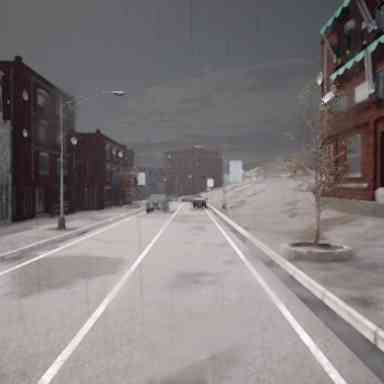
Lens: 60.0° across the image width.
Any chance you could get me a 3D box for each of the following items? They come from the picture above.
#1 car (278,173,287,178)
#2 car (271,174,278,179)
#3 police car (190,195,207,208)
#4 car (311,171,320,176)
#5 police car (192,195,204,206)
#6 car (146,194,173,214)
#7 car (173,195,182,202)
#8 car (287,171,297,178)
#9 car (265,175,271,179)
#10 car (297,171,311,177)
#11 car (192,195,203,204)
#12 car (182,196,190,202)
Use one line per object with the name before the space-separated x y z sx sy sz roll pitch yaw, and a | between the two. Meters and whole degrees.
car | 22.448 -3.741 77.413 2.097 1.535 5.008 0 1 -4
car | 22.096 -3.801 82.950 2.002 1.452 4.674 0 1 -2
police car | 1.050 1.430 47.368 1.930 1.638 5.238 0 0 0
car | 24.238 -3.401 60.742 2.002 1.452 4.674 0 1 -7
police car | 1.050 1.439 57.372 1.930 1.638 5.238 0 0 0
car | -3.592 1.223 35.729 2.150 2.045 5.566 0 0 0
car | -4.130 1.345 77.388 2.097 1.767 4.553 0 -1 -7
car | 22.916 -3.768 71.907 2.185 1.767 4.553 0 1 -5
car | 21.862 -3.935 88.492 2.231 1.521 4.892 0 1 -1
car | 23.536 -3.510 66.216 2.163 1.488 4.792 0 1 -6
car | 1.050 1.394 63.238 2.097 1.767 4.553 0 0 0
car | -1.332 1.774 81.637 1.812 1.442 4.674 0 -1 -17
